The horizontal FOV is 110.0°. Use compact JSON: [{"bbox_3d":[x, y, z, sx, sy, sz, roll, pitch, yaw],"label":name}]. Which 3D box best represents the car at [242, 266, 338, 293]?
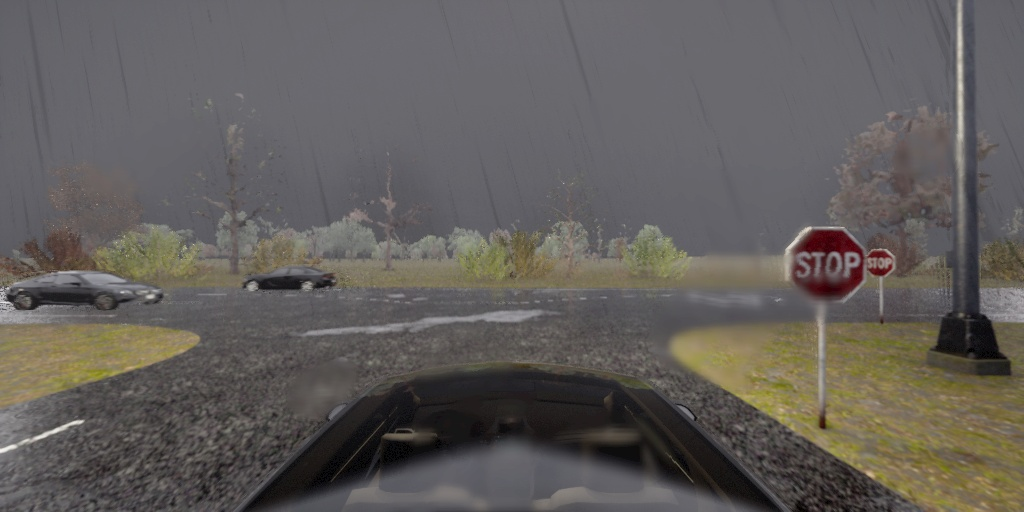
[{"bbox_3d":[-12.938,1.329,21.038,5.008,1.535,1.882,0,0,-2],"label":"car"}]

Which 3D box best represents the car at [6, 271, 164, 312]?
[{"bbox_3d":[-16.450,1.314,13.927,4.674,1.442,1.812,0,0,-2],"label":"car"}]
